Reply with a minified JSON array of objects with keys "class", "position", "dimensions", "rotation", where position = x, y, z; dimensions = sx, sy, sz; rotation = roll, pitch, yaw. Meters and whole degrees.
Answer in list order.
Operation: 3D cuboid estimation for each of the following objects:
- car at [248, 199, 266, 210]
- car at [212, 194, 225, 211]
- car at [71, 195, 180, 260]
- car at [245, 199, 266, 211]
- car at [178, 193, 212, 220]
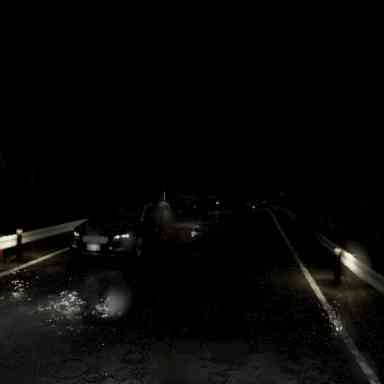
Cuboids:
[{"class":"car","position":[9.446,1.795,48.056],"dimensions":[1.994,1.385,4.181],"rotation":[2,-1,17]},{"class":"car","position":[1.927,0.921,31.126],"dimensions":[1.882,1.535,5.008],"rotation":[2,-1,12]},{"class":"car","position":[-2.068,1.039,10.818],"dimensions":[2.128,1.511,4.902],"rotation":[2,3,10]},{"class":"car","position":[6.982,1.434,37.319],"dimensions":[1.895,1.301,4.718],"rotation":[2,-2,12]},{"class":"car","position":[-0.184,0.790,20.969],"dimensions":[1.882,1.535,5.008],"rotation":[2,1,11]}]
